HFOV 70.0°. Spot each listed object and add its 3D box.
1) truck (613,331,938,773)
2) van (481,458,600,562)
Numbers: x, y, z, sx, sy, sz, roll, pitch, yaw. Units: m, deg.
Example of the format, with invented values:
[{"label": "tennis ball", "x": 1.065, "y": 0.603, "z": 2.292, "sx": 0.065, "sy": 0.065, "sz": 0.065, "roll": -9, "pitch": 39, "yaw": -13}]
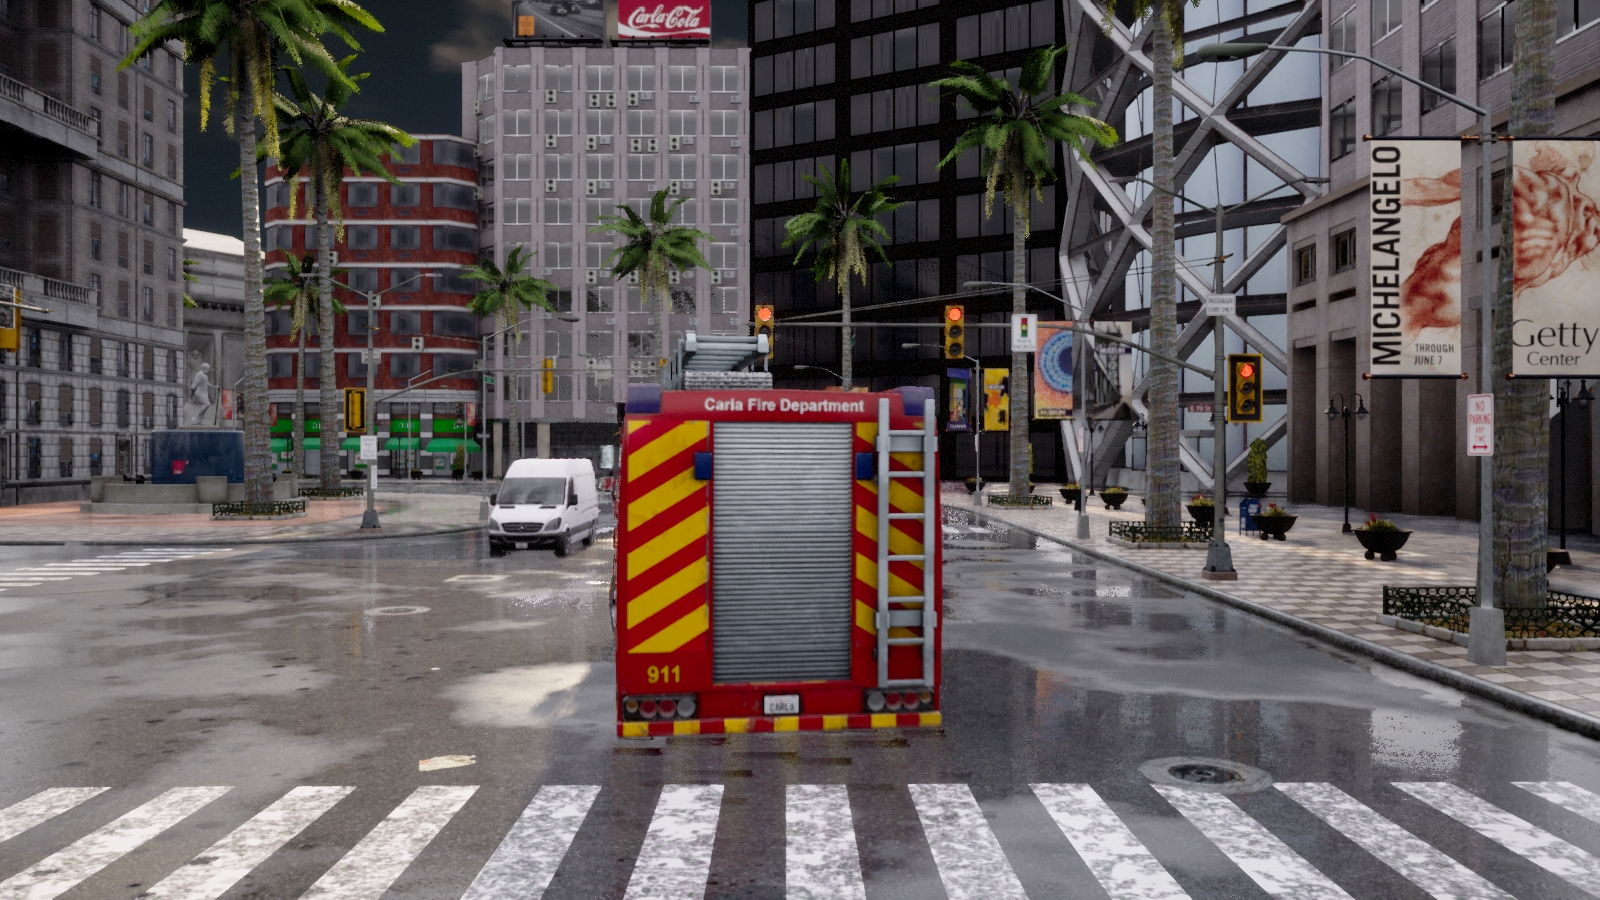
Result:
[{"label": "truck", "x": -0.857, "y": 0.885, "z": 14.317, "sx": 2.891, "sy": 3.827, "sz": 8.468, "roll": 0, "pitch": 0, "yaw": -9}, {"label": "van", "x": -7.031, "y": 1.523, "z": 31.677, "sx": 1.988, "sy": 2.561, "sz": 5.915, "roll": 0, "pitch": 0, "yaw": 0}]
